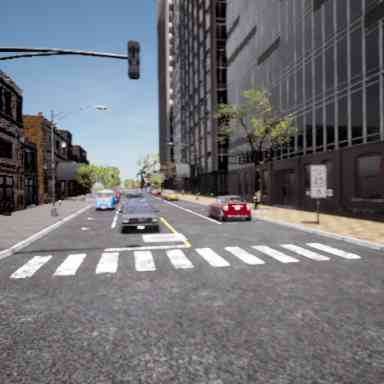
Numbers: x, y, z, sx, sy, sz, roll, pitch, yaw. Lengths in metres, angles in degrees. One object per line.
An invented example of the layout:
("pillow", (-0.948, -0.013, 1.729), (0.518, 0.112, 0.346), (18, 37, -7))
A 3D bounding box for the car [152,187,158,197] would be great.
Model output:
("car", (-6.249, 0.209, 65.009), (1.887, 1.381, 4.507), (0, 1, -11))

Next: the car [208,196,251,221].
("car", (2.319, 0.944, 21.572), (1.967, 1.590, 4.097), (0, 1, -11))

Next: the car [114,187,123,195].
("car", (-18.754, -0.317, 85.112), (2.192, 1.841, 5.009), (0, 1, -11))

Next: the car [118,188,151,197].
("car", (-4.858, 0.795, 27.986), (2.097, 1.767, 4.553), (-1, 1, -11))

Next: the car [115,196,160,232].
("car", (-2.871, 1.186, 17.895), (2.033, 1.411, 5.357), (-1, 1, -11))

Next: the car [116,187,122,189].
("car", (-13.400, 0.207, 57.967), (2.192, 1.841, 5.009), (0, 1, -11))

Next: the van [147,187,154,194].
("van", (-11.602, -0.519, 92.151), (1.690, 1.788, 3.998), (0, 1, -11))

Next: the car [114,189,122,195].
("car", (-17.652, 0.001, 79.520), (1.752, 1.417, 4.829), (0, 1, -11))

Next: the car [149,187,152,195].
("car", (-8.423, -0.023, 76.033), (1.752, 1.417, 4.829), (0, 1, -11))

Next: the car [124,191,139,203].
("car", (-8.028, 0.636, 44.238), (1.837, 1.490, 4.892), (-1, 1, -11))

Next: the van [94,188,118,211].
("van", (-8.047, 0.758, 30.823), (1.690, 1.788, 3.998), (0, 1, -11))

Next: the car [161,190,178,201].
("car", (-3.069, 0.502, 48.888), (1.752, 1.417, 4.829), (0, 1, -11))

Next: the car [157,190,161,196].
("car", (-4.139, 0.397, 54.317), (1.752, 1.417, 4.829), (0, 1, -11))
